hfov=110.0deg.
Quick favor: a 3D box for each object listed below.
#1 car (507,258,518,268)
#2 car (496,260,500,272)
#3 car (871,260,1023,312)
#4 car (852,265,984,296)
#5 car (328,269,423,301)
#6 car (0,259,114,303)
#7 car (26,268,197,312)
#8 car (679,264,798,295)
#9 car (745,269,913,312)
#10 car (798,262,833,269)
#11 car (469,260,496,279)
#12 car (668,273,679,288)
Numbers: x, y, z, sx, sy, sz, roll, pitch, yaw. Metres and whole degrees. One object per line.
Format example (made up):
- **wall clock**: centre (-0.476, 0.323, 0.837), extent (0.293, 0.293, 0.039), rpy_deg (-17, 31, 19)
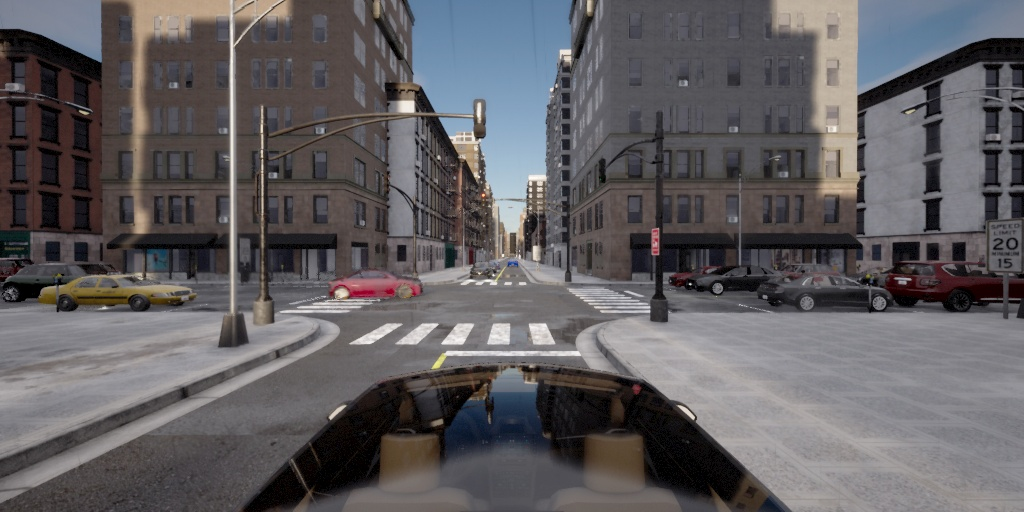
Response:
- **car**: centre (0.141, 1.238, 63.113), extent (1.882, 1.535, 5.008), rpy_deg (0, 0, 0)
- **car**: centre (-2.756, 1.300, 42.800), extent (2.033, 1.411, 5.357), rpy_deg (0, 0, 0)
- **car**: centre (17.199, 1.089, 13.589), extent (5.009, 1.841, 2.192), rpy_deg (0, 0, 0)
- **car**: centre (21.400, 1.253, 19.061), extent (4.892, 1.490, 1.837), rpy_deg (0, 0, 0)
- **car**: centre (-6.395, 1.314, 17.053), extent (4.181, 1.385, 1.994), rpy_deg (0, 0, -14)
- **car**: centre (-19.632, 1.110, 16.239), extent (4.553, 1.767, 2.097), rpy_deg (0, 0, 0)
- **car**: centre (-14.885, 1.292, 13.690), extent (4.829, 1.417, 1.751), rpy_deg (0, 0, 0)
- **car**: centre (11.918, 1.250, 19.088), extent (4.892, 1.490, 1.837), rpy_deg (0, 0, 0)
- **car**: centre (11.790, 1.323, 13.606), extent (4.403, 1.370, 2.007), rpy_deg (0, 0, 0)
- **car**: centre (17.225, 1.174, 21.614), extent (4.097, 1.591, 1.967), rpy_deg (0, 0, 0)
- **car**: centre (-2.779, 1.255, 33.003), extent (1.837, 1.490, 4.892), rpy_deg (0, 0, 0)
- **car**: centre (11.816, 1.278, 21.631), extent (4.507, 1.381, 1.888), rpy_deg (0, 0, 0)
